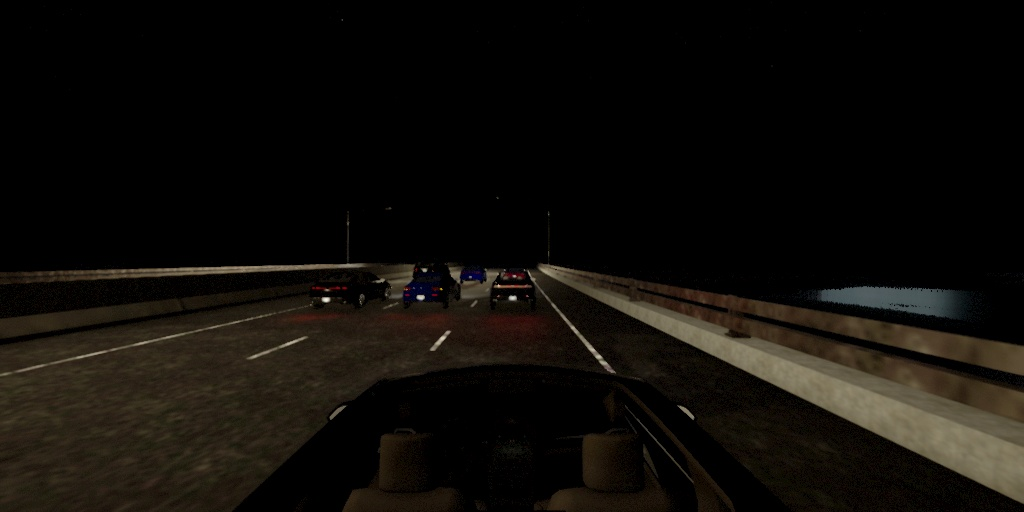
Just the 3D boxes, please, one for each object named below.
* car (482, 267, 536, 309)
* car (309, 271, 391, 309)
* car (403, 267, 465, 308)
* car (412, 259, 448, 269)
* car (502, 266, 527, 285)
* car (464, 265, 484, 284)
[{"bbox_3d":[0.053,1.382,15.822,2.128,1.511,4.902,0,0,1],"label":"car"},{"bbox_3d":[-6.946,1.398,15.876,1.837,1.490,4.892,0,0,1],"label":"car"},{"bbox_3d":[-3.445,1.416,15.932,1.812,1.442,4.674,0,0,1],"label":"car"},{"bbox_3d":[-6.776,1.264,30.531,2.150,2.045,5.566,0,-1,1],"label":"car"},{"bbox_3d":[0.232,1.613,30.712,1.994,1.385,4.181,0,-1,1],"label":"car"},{"bbox_3d":[-3.262,1.530,30.954,1.882,1.535,5.008,0,0,1],"label":"car"}]
